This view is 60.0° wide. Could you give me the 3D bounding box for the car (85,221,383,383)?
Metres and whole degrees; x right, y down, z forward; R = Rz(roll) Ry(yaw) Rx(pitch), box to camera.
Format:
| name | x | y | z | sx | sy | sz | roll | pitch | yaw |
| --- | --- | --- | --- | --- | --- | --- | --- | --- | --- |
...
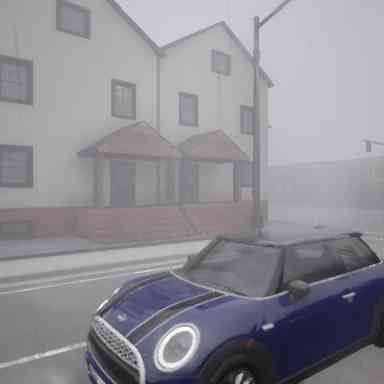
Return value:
| name | x | y | z | sx | sy | sz | roll | pitch | yaw |
| --- | --- | --- | --- | --- | --- | --- | --- | --- | --- |
| car | 0.941 | 1.351 | 4.642 | 4.553 | 1.767 | 2.097 | 0 | 0 | -35 |
